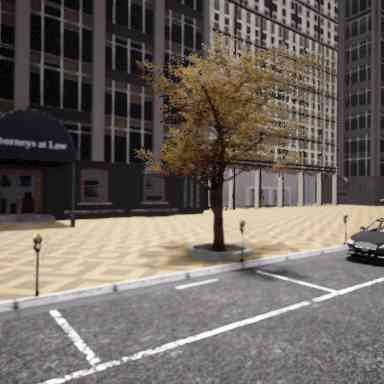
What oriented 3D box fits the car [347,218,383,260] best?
[{"bbox_3d":[7.194,1.572,11.683,4.403,1.369,2.008,0,0,-36],"label":"car"}]
